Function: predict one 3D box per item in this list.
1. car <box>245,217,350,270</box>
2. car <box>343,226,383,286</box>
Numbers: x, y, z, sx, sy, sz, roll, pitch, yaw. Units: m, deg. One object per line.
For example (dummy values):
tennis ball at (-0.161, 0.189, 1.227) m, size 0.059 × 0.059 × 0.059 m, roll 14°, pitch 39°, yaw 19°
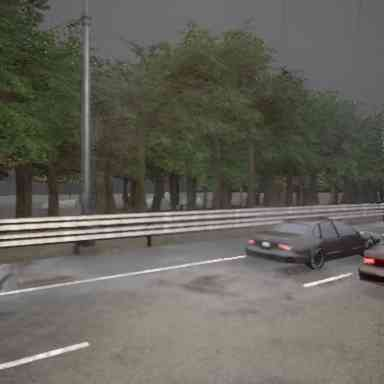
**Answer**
car at (4.171, 1.550, 11.023) m, size 5.357 × 1.411 × 2.033 m, roll 0°, pitch 0°, yaw -36°
car at (6.212, 1.551, 8.182) m, size 5.357 × 1.411 × 2.033 m, roll 0°, pitch 0°, yaw -36°
